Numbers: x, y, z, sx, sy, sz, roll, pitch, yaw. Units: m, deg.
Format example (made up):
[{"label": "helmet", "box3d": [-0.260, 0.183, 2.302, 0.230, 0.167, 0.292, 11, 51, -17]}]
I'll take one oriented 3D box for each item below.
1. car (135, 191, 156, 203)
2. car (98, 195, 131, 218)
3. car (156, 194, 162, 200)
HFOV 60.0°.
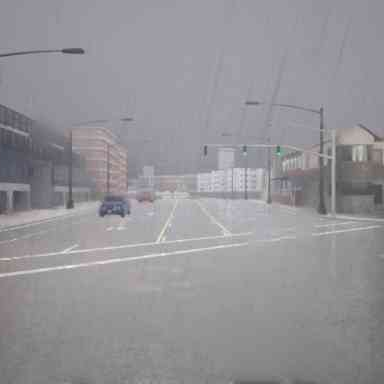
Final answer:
[{"label": "car", "box3d": [-7.767, 0.821, 56.168, 2.150, 2.045, 5.566, 0, 1, -1]}, {"label": "car", "box3d": [-7.126, 1.291, 31.188, 2.150, 2.045, 5.566, 0, 1, -1]}, {"label": "car", "box3d": [-8.434, 1.269, 82.046, 2.128, 1.511, 4.902, 0, -1, -1]}]
